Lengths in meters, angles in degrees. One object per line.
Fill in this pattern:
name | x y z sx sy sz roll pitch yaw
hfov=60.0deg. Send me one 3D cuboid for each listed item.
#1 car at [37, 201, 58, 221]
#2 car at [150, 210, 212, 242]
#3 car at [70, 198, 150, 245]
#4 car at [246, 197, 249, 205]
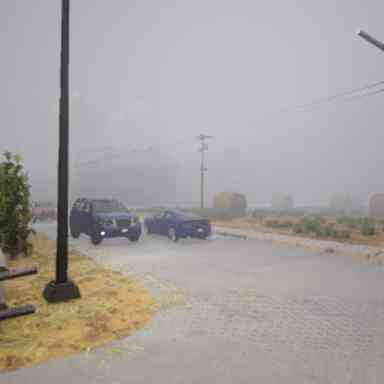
car | -12.951 1.559 29.000 2.097 1.767 4.553 1 -1 -35
car | -0.938 1.672 17.809 1.882 1.535 5.008 1 -1 -33
car | -4.571 1.370 17.045 2.150 2.045 5.566 1 -1 -35
car | 12.880 2.146 81.458 1.905 1.878 3.866 6 2 12
